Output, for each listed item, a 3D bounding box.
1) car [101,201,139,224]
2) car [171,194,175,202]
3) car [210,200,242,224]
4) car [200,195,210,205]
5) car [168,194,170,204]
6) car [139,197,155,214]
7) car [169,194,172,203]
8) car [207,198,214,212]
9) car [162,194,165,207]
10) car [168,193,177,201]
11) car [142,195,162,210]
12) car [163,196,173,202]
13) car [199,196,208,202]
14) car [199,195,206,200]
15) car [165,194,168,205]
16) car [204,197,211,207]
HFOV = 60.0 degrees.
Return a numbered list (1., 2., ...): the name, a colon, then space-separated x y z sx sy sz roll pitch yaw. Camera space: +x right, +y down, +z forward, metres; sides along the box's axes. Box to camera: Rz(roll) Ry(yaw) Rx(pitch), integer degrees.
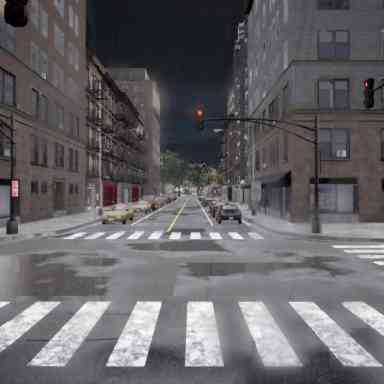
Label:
1. car: -5.396 1.526 24.537 1.752 1.417 4.829 0 0 0
2. car: -5.342 1.324 68.563 2.192 1.841 5.009 0 0 0
3. car: 2.658 1.552 24.700 2.008 1.369 4.403 0 0 0
4. car: 2.681 1.556 52.109 2.008 1.369 4.403 0 0 0
5. car: -5.356 1.557 57.599 2.008 1.369 4.403 0 0 0
6. car: -5.382 1.528 35.500 1.752 1.417 4.829 0 0 0
7. car: -5.349 1.573 63.081 1.947 1.339 4.313 0 0 0
8. car: 2.662 1.547 30.182 1.887 1.381 4.507 0 0 0
9. car: -5.369 1.445 46.635 1.967 1.590 4.097 0 0 0
10. car: -5.315 1.329 90.491 2.192 1.841 5.009 0 0 0
11. car: -5.375 1.319 41.153 2.192 1.841 5.009 0 0 0
12. car: -5.336 1.535 73.875 1.752 1.417 4.829 0 0 0
13. car: 2.705 1.556 79.520 1.887 1.381 4.507 0 0 0
14. car: 2.714 1.597 90.484 1.802 1.307 4.206 0 0 0
15. car: -5.362 1.446 52.117 1.967 1.590 4.097 0 0 0
16. car: 2.667 1.554 35.664 2.008 1.369 4.403 0 0 0
